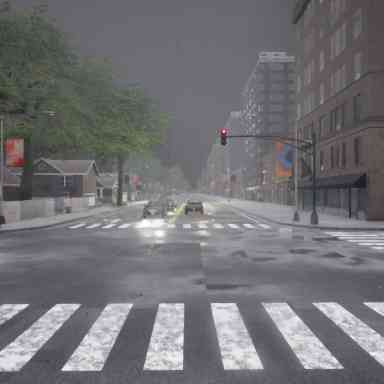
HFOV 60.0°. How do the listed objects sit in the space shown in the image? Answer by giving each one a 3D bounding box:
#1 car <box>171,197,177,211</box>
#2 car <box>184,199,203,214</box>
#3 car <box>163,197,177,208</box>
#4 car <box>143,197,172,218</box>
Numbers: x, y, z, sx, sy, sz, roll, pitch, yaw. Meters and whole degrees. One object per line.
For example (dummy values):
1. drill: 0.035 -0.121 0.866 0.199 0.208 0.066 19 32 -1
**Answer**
1. car: -3.233 1.368 39.910 2.097 1.767 4.553 0 0 0
2. car: 0.205 1.505 35.716 2.128 1.511 4.902 0 0 0
3. car: -3.200 1.549 49.867 1.812 1.442 4.674 0 0 0
4. car: -3.263 1.501 30.175 2.128 1.511 4.902 0 0 0
